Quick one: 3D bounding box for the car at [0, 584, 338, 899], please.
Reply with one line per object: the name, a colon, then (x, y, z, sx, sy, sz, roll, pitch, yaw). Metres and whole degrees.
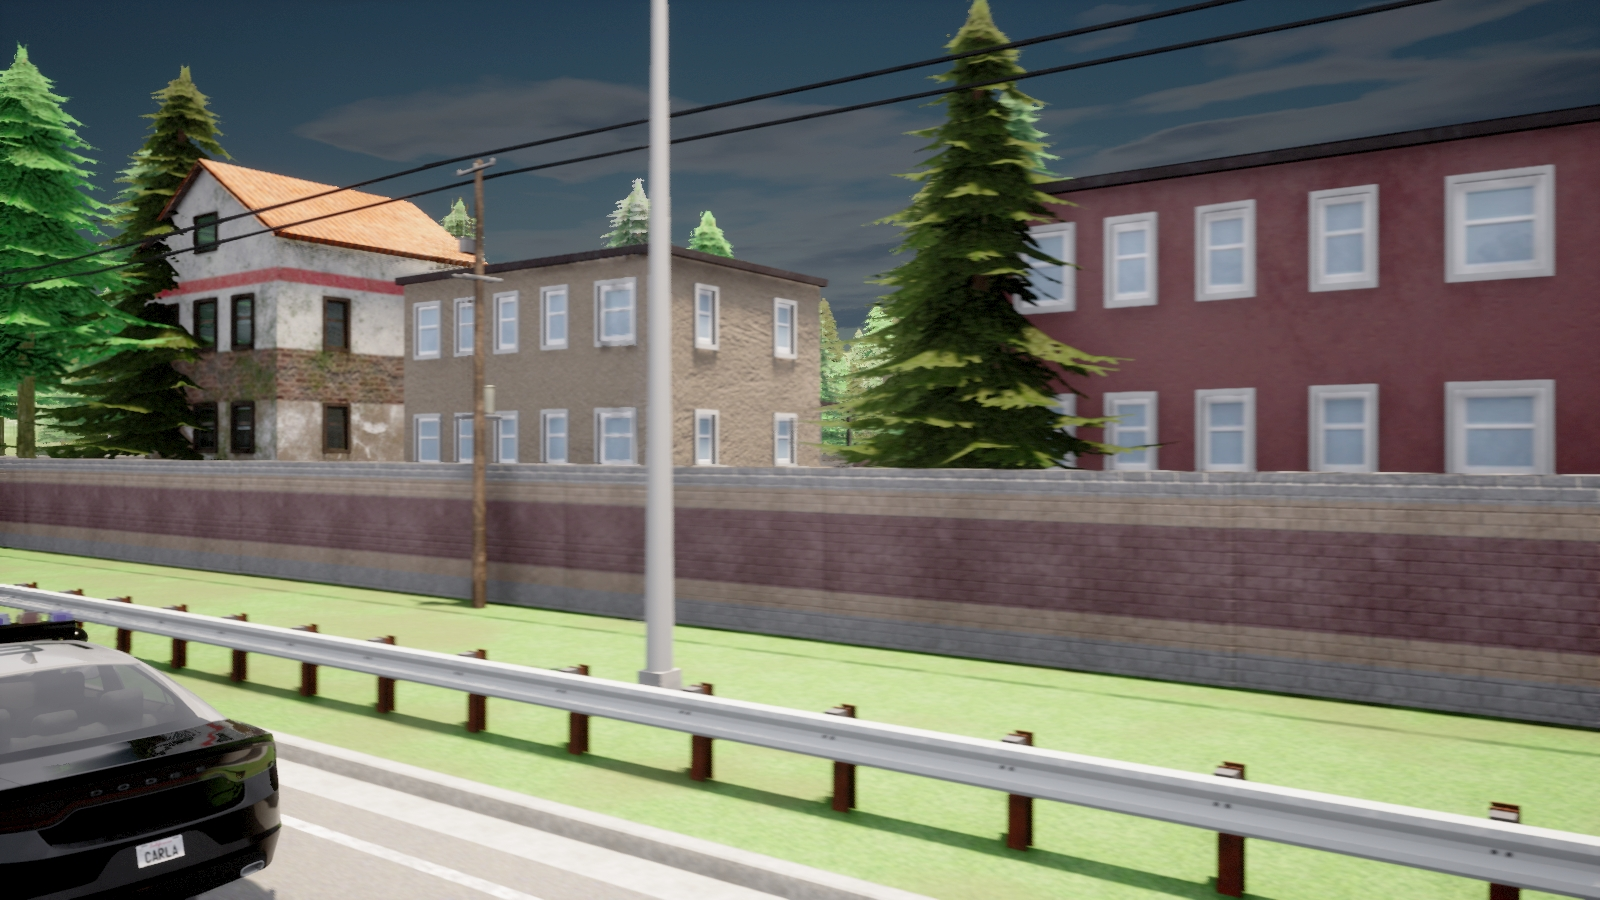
car: (-5.602, 1.982, 7.708, 5.238, 1.638, 2.097, 0, 0, 35)
